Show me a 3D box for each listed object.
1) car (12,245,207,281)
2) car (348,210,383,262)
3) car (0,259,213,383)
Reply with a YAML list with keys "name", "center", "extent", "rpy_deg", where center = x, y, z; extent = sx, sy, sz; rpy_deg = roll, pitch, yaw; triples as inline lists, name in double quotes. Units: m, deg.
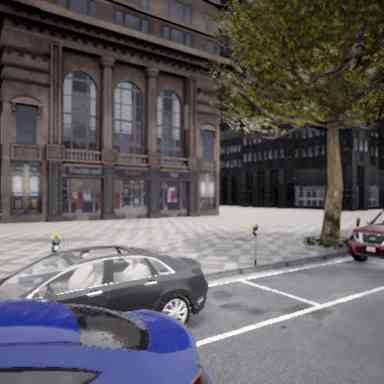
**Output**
- name: "car"
  center: [-1.765, 1.596, 5.312]
  extent: [4.403, 1.369, 2.008]
  rpy_deg: [1, -1, -34]
- name: "car"
  center: [7.616, 1.484, 11.712]
  extent: [5.009, 1.841, 2.192]
  rpy_deg: [1, -1, -34]
- name: "car"
  center: [-1.978, 1.535, 1.943]
  extent: [4.674, 1.442, 1.812]
  rpy_deg: [1, -1, -34]
